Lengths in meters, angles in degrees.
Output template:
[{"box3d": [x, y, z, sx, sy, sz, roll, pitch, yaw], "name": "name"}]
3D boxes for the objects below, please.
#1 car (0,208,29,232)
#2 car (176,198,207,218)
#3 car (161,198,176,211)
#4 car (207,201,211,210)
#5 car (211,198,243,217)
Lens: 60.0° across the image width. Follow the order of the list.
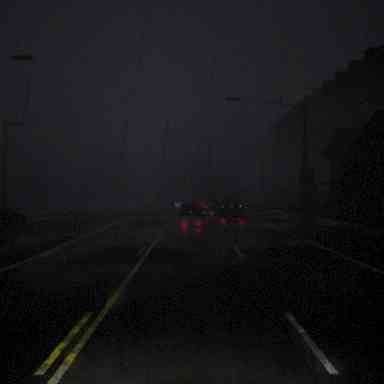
[{"box3d": [-10.520, 1.517, 17.210, 2.033, 1.411, 5.357, 0, 0, 0], "name": "car"}, {"box3d": [-0.150, 1.436, 29.655, 2.128, 1.511, 4.902, 0, 0, -3], "name": "car"}, {"box3d": [-2.175, 1.471, 40.543, 2.033, 1.411, 5.357, 0, 0, -22], "name": "car"}, {"box3d": [0.844, 1.521, 41.924, 1.895, 1.301, 4.718, 0, 0, -21], "name": "car"}, {"box3d": [3.290, 1.292, 30.824, 2.097, 1.767, 4.553, 0, 0, -4], "name": "car"}]
